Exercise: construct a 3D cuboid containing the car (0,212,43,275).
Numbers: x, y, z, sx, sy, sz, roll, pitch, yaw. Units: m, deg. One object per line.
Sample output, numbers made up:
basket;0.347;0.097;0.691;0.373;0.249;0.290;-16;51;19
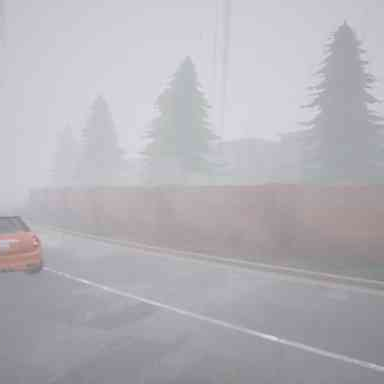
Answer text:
car;-6.086;1.331;9.374;4.553;1.767;2.097;0;0;42
